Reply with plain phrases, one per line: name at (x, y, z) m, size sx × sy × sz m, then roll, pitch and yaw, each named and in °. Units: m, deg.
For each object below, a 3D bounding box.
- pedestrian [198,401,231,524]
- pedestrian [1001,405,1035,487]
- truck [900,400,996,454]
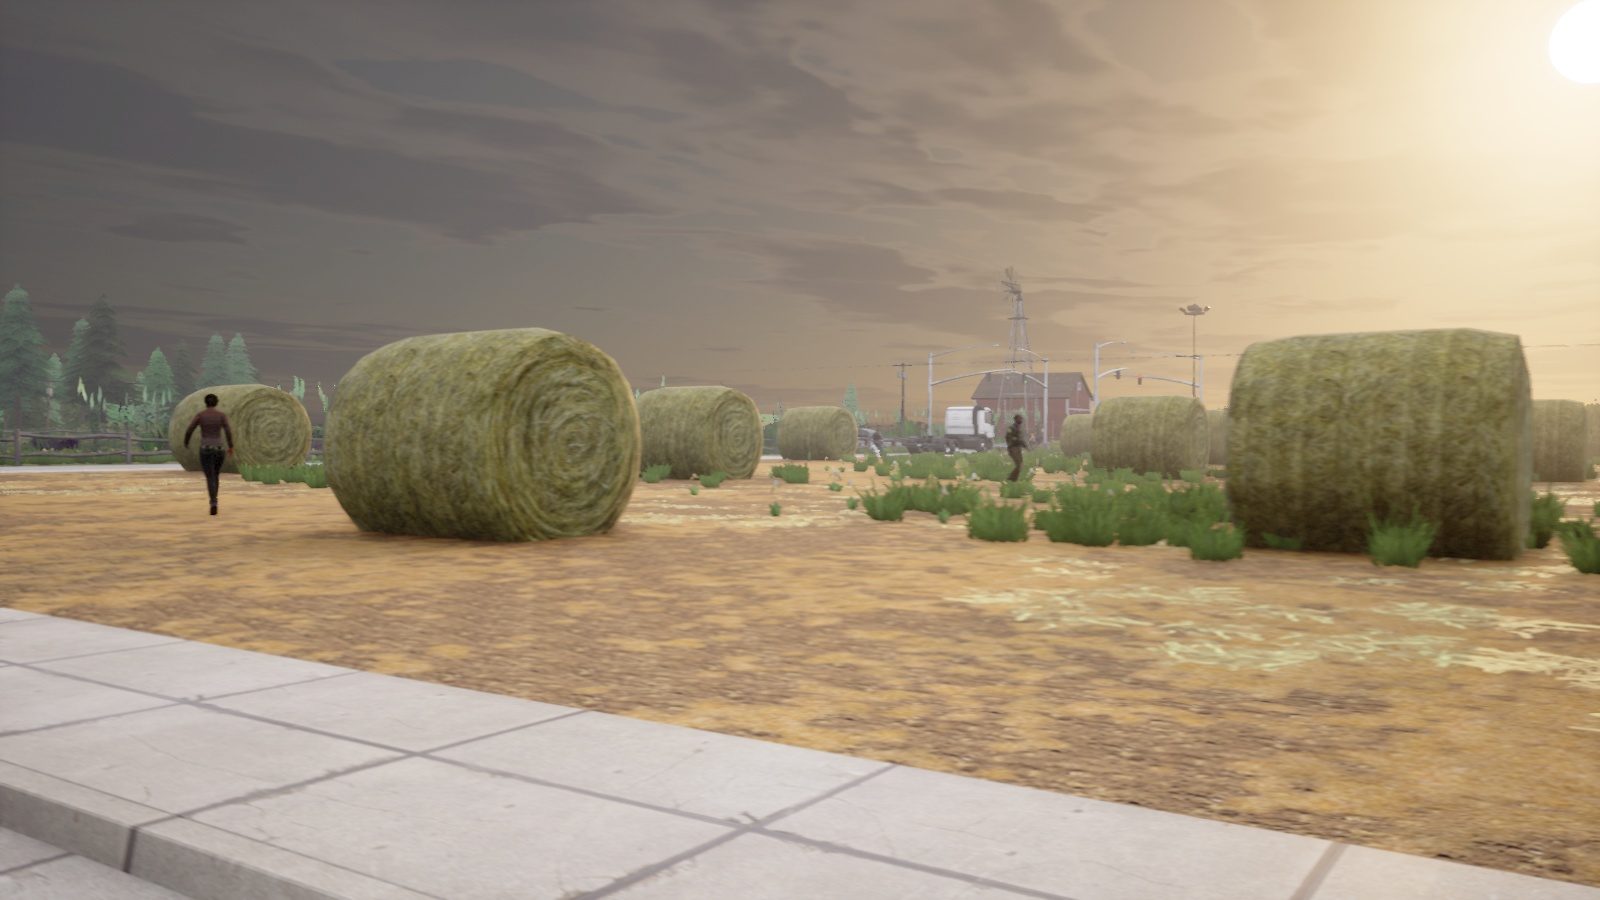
pedestrian at (-8.824, 0.179, 18.920) m, size 0.328 × 1.805 × 0.869 m, roll -1°, pitch 1°, yaw -31°
pedestrian at (5.213, -0.100, 29.973) m, size 0.395 × 1.930 × 0.692 m, roll -1°, pitch 1°, yaw -41°
truck at (10.169, -1.542, 85.333) m, size 2.891 × 3.462 × 7.936 m, roll 0°, pitch 1°, yaw 36°
